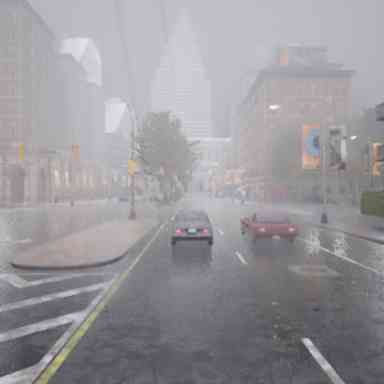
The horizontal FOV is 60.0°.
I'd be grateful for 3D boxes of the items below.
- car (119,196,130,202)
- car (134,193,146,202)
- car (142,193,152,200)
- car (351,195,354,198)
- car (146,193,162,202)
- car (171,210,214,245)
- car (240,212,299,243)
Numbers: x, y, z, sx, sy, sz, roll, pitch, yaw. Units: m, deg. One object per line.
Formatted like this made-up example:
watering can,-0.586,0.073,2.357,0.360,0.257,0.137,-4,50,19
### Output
car,-15.322,1.569,75.581,1.895,1.301,4.718,0,0,-1
car,-12.071,1.495,75.315,1.812,1.442,4.674,0,0,0
car,-12.190,1.188,90.844,2.150,2.045,5.566,0,0,0
car,37.360,1.406,77.381,2.231,1.521,4.892,0,0,-1
car,-8.571,1.493,75.352,2.128,1.511,4.902,0,0,0
car,-0.011,1.539,15.435,2.033,1.411,5.357,0,0,0
car,3.486,1.589,15.941,1.895,1.301,4.718,0,0,0
